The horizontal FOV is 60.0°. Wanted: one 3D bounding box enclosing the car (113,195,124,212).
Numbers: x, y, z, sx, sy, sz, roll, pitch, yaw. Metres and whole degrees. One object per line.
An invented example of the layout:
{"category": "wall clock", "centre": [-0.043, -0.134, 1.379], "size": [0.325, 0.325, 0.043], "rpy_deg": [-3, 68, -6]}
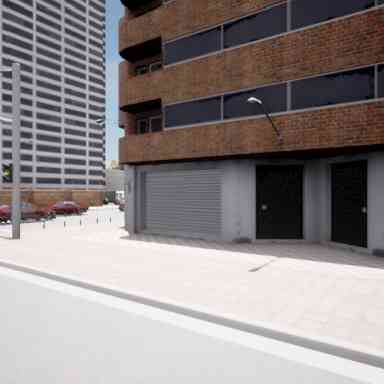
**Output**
{"category": "car", "centre": [-6.398, 1.471, 39.046], "size": [1.882, 1.535, 5.008], "rpy_deg": [0, 0, 35]}

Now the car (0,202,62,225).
{"category": "car", "centre": [-12.313, 1.520, 24.250], "size": [1.812, 1.442, 4.674], "rpy_deg": [0, 0, 35]}

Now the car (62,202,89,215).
{"category": "car", "centre": [-12.113, 1.594, 30.943], "size": [1.895, 1.301, 4.718], "rpy_deg": [0, 0, 35]}
